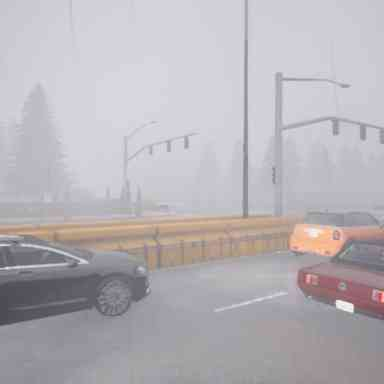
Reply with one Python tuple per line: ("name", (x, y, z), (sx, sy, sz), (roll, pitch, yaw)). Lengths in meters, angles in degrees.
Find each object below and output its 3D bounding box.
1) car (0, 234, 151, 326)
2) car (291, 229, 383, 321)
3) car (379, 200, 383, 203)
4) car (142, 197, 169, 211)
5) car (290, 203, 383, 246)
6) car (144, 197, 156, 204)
("car", (-3.096, 1.497, 5.831), (4.902, 1.511, 2.128), (0, 0, -36))
("car", (4.379, 1.643, 6.874), (4.718, 1.301, 1.895), (0, 0, -36))
("car", (25.881, 1.808, 43.980), (5.357, 1.411, 2.033), (0, 0, -36))
("car", (-4.770, 1.595, 42.881), (1.882, 1.535, 5.008), (0, 0, -36))
("car", (5.698, 1.416, 12.119), (4.553, 1.767, 2.097), (1, 0, -36))
("car", (-8.807, 1.701, 69.607), (2.033, 1.411, 5.357), (0, 0, -2))
